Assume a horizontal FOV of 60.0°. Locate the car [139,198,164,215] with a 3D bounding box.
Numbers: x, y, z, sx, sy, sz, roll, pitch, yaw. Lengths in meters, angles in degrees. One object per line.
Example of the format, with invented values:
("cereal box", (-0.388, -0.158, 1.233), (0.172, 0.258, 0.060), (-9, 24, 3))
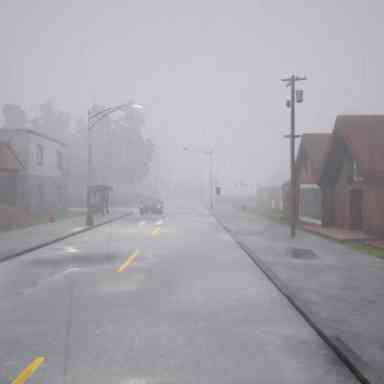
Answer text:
("car", (-4.000, 1.362, 33.680), (2.097, 1.767, 4.553), (0, 0, 0))
